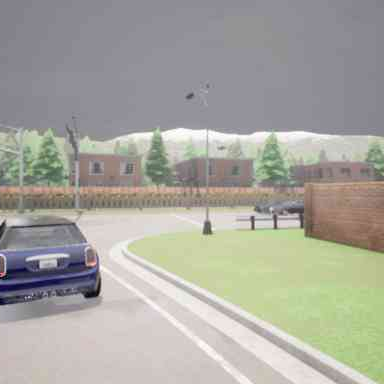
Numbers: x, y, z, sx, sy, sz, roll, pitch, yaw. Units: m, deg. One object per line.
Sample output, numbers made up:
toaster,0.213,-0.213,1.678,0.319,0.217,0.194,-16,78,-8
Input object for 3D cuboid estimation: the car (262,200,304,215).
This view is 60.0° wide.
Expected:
car,9.547,1.463,31.092,4.902,1.511,2.128,0,0,-16

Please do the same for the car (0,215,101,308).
car,-3.747,1.340,7.953,2.097,1.767,4.553,0,0,-31

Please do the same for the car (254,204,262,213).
car,8.559,1.531,34.448,4.181,1.385,1.994,0,0,-16
